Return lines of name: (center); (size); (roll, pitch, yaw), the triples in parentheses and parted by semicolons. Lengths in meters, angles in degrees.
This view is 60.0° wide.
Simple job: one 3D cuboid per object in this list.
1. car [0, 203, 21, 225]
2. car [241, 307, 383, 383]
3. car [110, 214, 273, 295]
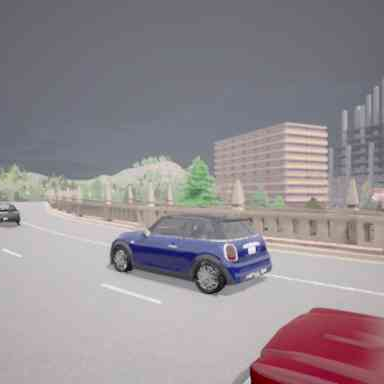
car: (-13.295, 1.519, 23.179); (2.128, 1.511, 4.902); (0, 0, -37)
car: (2.720, 1.607, 2.155); (4.718, 1.301, 1.895); (0, 0, 36)
car: (-0.232, 1.367, 9.067); (4.553, 1.767, 2.097); (0, 0, 40)
